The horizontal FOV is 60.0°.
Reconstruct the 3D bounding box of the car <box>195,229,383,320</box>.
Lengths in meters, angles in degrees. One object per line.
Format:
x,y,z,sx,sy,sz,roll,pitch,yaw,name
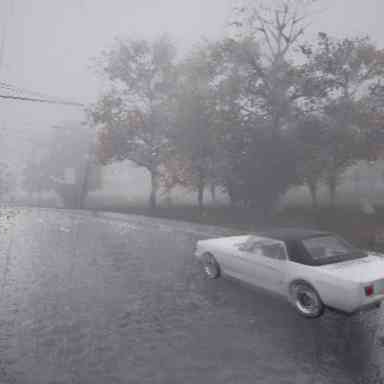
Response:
1.961,1.468,7.196,1.895,1.301,4.718,-1,1,-31,car
